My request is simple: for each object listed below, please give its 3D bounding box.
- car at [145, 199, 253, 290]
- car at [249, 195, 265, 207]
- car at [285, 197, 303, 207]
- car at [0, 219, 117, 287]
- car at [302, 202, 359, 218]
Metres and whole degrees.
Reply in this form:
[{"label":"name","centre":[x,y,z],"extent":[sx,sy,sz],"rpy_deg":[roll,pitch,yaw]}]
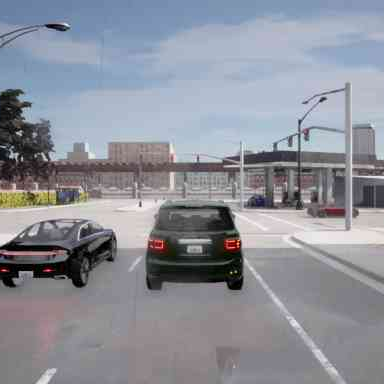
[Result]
[{"label":"car","centre":[0.073,1.221,9.231],"extent":[2.150,2.045,5.566],"rpy_deg":[0,0,0]},{"label":"car","centre":[9.651,1.295,49.415],"extent":[2.242,1.667,4.611],"rpy_deg":[0,0,0]},{"label":"car","centre":[15.395,1.456,50.184],"extent":[1.970,1.475,3.806],"rpy_deg":[0,0,0]},{"label":"car","centre":[-3.431,1.492,9.315],"extent":[2.128,1.511,4.902],"rpy_deg":[0,0,0]},{"label":"car","centre":[12.355,1.564,29.288],"extent":[4.181,1.385,1.994],"rpy_deg":[0,0,-1]}]
